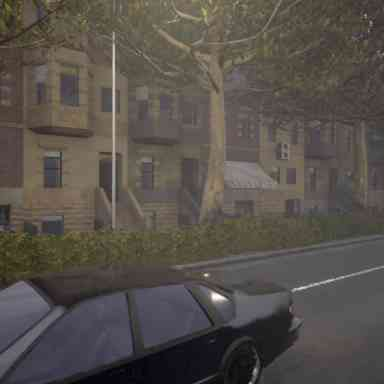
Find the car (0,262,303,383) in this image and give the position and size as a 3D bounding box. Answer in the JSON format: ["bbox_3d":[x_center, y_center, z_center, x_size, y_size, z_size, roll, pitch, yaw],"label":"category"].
[{"bbox_3d":[-1.050,1.547,3.403,5.357,1.411,2.033,0,0,-39],"label":"car"}]
